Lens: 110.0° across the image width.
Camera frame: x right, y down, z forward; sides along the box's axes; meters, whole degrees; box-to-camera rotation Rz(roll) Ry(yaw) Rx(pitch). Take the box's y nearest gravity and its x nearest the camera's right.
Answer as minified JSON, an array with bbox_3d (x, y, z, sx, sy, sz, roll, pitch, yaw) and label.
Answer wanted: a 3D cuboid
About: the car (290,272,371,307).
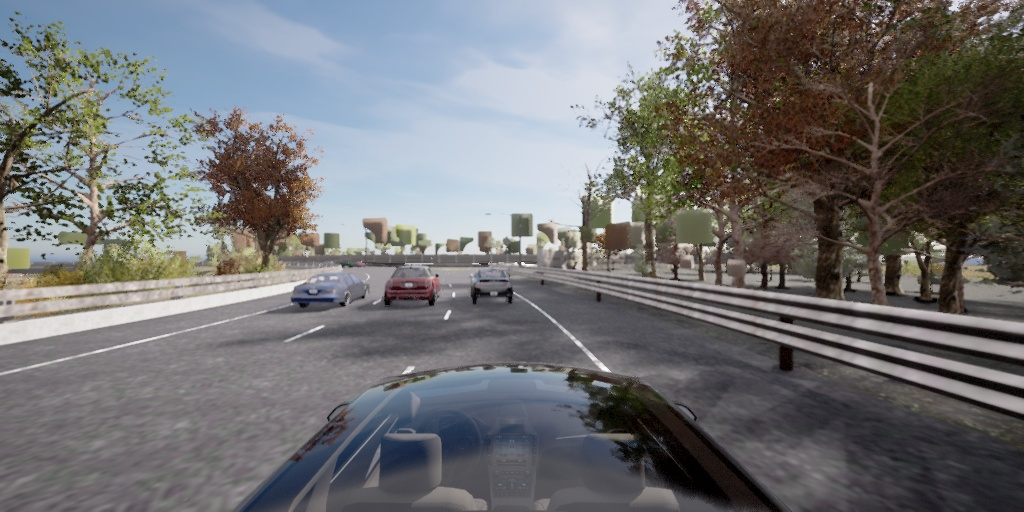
[{"bbox_3d":[-7.984,1.436,16.273,2.033,1.411,5.357,0,-1,-8],"label":"car"}]

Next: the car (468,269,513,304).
[{"bbox_3d":[-1.091,1.390,17.513,2.128,1.511,4.902,0,0,-8],"label":"car"}]

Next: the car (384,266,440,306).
[{"bbox_3d":[-4.530,1.242,16.836,2.097,1.767,4.553,0,-1,-8],"label":"car"}]
